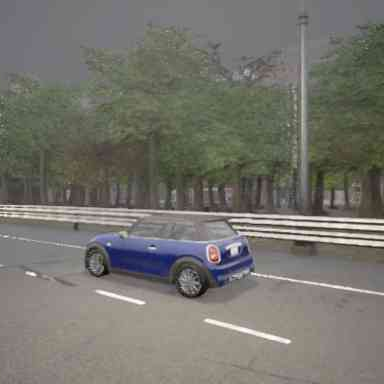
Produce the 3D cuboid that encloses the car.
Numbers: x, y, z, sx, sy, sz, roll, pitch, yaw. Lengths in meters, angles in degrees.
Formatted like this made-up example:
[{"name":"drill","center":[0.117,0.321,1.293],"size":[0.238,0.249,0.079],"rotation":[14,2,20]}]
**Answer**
[{"name":"car","center":[-0.774,1.358,8.723],"size":[4.553,1.767,2.097],"rotation":[0,0,36]}]
